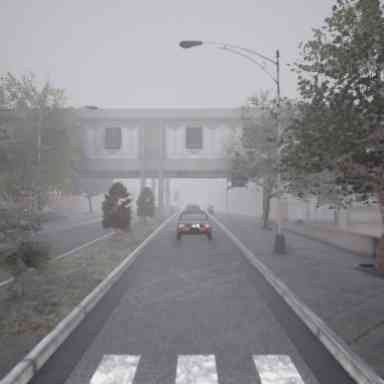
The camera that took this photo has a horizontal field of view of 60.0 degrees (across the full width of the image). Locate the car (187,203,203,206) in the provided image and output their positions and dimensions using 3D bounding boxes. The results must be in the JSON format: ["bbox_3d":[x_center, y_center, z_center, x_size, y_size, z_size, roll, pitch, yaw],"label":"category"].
[{"bbox_3d":[0.106,2.148,42.361,1.837,1.490,4.892,0,-2,0],"label":"car"}]

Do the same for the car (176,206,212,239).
[{"bbox_3d":[0.097,1.683,18.209,2.033,1.411,5.357,0,-1,0],"label":"car"}]
